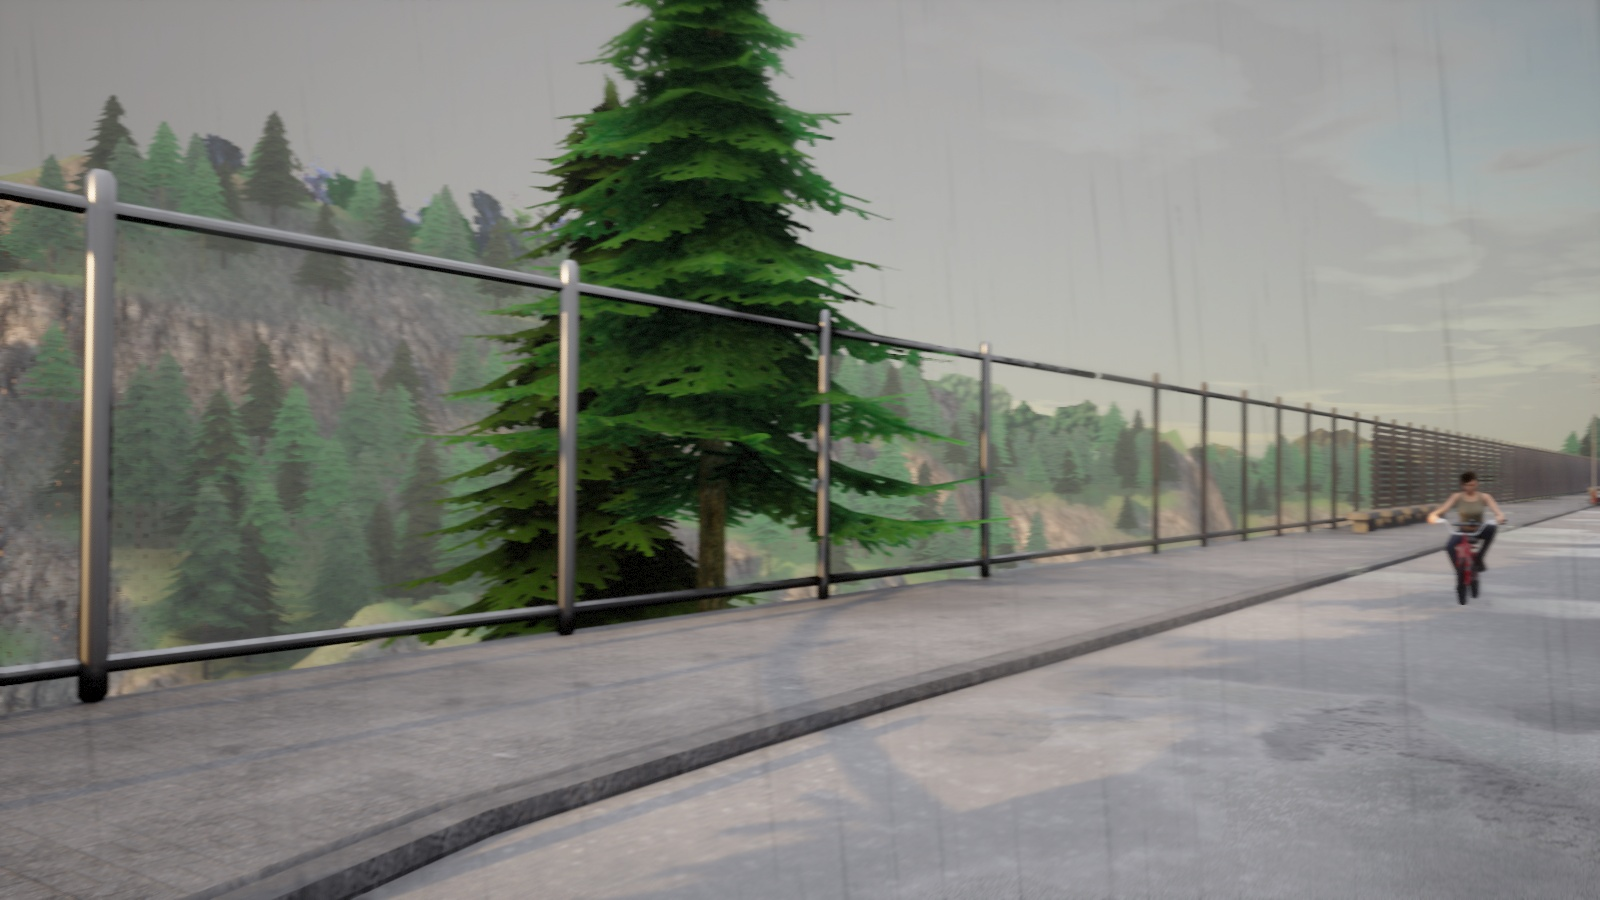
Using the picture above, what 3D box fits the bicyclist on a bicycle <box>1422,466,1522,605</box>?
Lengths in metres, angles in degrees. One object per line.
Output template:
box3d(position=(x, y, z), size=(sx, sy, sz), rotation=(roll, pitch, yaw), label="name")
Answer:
box3d(position=(8.272, 1.003, 15.430), size=(0.866, 1.612, 1.509), rotation=(-1, -1, 36), label="bicyclist on a bicycle")
